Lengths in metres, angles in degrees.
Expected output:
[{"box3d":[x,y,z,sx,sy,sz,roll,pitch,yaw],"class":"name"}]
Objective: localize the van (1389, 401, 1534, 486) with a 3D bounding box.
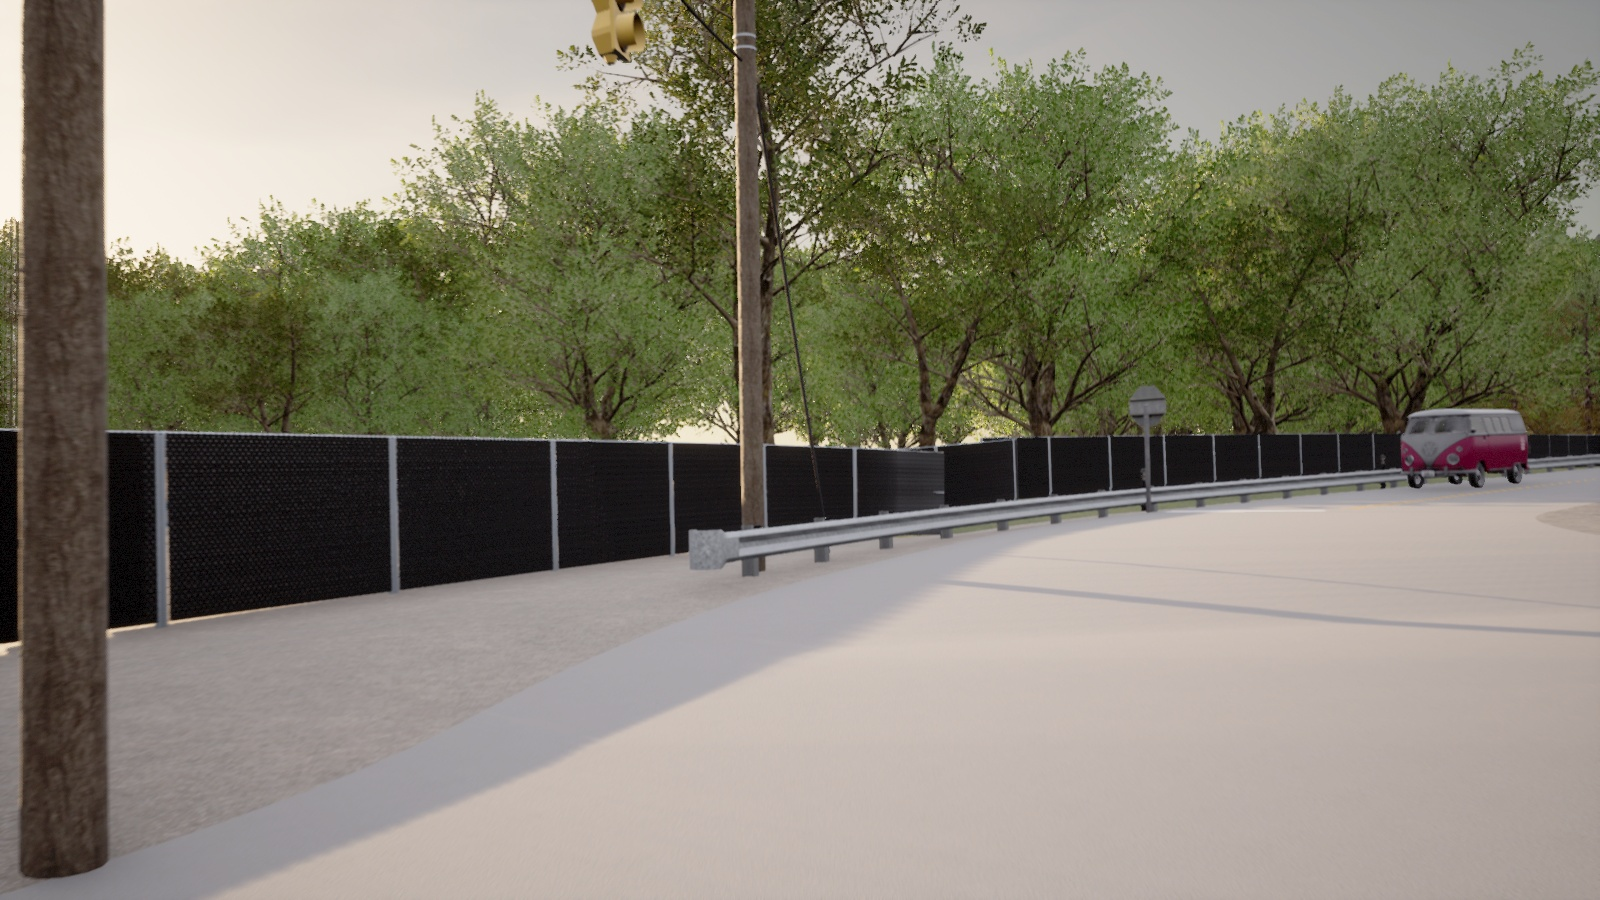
[{"box3d":[17.012,-0.199,32.209,4.442,1.987,1.775,-2,-1,-42],"class":"van"}]
